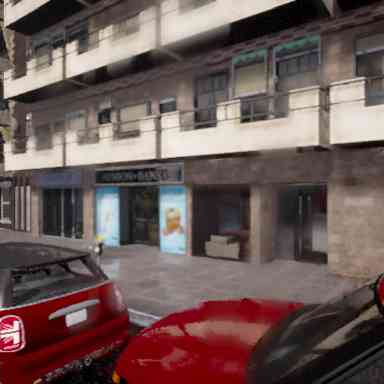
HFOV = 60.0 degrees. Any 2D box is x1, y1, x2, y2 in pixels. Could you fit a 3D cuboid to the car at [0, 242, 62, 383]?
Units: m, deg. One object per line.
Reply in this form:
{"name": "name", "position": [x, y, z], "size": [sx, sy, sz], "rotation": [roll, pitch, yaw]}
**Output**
{"name": "car", "position": [-2.903, 1.475, 4.940], "size": [4.097, 1.590, 1.967], "rotation": [0, 0, 35]}

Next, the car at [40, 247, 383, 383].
{"name": "car", "position": [1.681, 1.312, 1.671], "size": [5.009, 1.841, 2.192], "rotation": [0, 0, 35]}
